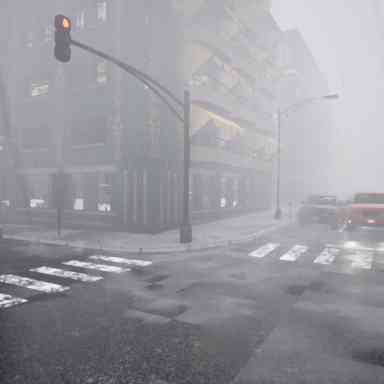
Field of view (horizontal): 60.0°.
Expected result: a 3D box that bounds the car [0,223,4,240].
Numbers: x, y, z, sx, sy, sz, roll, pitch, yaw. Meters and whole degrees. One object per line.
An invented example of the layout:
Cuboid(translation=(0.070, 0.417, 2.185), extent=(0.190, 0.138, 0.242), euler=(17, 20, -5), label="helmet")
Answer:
Cuboid(translation=(-10.065, 1.578, 14.761), extent=(4.206, 1.307, 1.802), euler=(0, 0, 31), label="car")

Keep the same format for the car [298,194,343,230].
Cuboid(translation=(7.667, 1.034, 19.446), extent=(2.192, 1.841, 5.009), euler=(2, 2, 30), label="car")

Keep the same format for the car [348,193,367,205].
Cuboid(translation=(21.700, 0.886, 43.510), extent=(1.947, 1.339, 4.313), euler=(2, 2, 30), label="car")

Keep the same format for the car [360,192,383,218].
Cuboid(translation=(14.565, 0.960, 26.097), extent=(2.097, 1.767, 4.553), euler=(1, 1, 31), label="car")

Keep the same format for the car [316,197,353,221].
Cuboid(translation=(10.471, 1.183, 24.263), extent=(1.887, 1.381, 4.507), euler=(2, 2, 30), label="car")

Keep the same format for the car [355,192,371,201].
Cuboid(translation=(27.313, 0.727, 53.133), extent=(1.947, 1.339, 4.313), euler=(2, 2, 30), label="car")

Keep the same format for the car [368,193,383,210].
Cuboid(translation=(19.698, 0.956, 34.762), extent=(2.128, 1.511, 4.902), euler=(1, 1, 30), label="car")

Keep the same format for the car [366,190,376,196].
Cuboid(translation=(44.155, 0.268, 82.003), extent=(1.802, 1.307, 4.206), euler=(2, 2, 30), label="car")

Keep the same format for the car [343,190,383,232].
Cuboid(translation=(9.698, 0.966, 17.856), extent=(2.150, 2.045, 5.566), euler=(1, 1, 30), label="car")
